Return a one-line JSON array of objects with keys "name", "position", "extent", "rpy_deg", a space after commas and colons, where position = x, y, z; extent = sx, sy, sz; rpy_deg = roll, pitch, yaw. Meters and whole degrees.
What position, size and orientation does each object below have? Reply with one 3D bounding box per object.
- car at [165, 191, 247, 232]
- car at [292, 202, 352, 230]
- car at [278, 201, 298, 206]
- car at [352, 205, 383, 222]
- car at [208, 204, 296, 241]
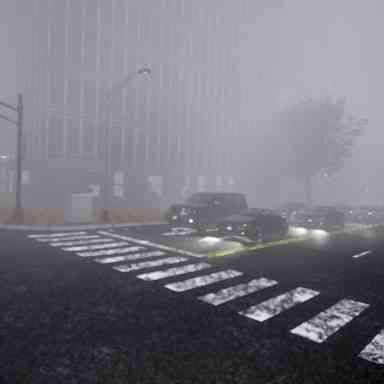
[{"name": "car", "position": [1.038, 0.996, 18.817], "extent": [2.150, 2.045, 5.566], "rpy_deg": [4, 1, 43]}, {"name": "car", "position": [8.782, 1.644, 22.322], "extent": [1.994, 1.385, 4.181], "rpy_deg": [4, 1, 43]}, {"name": "car", "position": [7.608, 1.474, 25.797], "extent": [1.837, 1.490, 4.892], "rpy_deg": [4, 1, 43]}, {"name": "car", "position": [15.715, 1.887, 29.660], "extent": [1.895, 1.301, 4.718], "rpy_deg": [4, 1, 43]}, {"name": "car", "position": [3.023, 1.473, 16.215], "extent": [1.994, 1.385, 4.181], "rpy_deg": [4, 1, 43]}]
